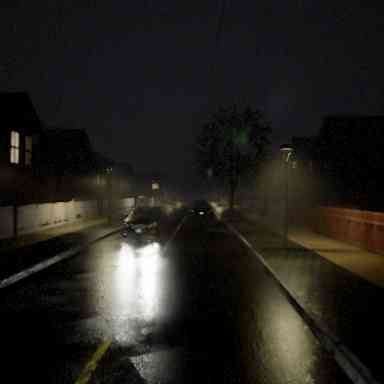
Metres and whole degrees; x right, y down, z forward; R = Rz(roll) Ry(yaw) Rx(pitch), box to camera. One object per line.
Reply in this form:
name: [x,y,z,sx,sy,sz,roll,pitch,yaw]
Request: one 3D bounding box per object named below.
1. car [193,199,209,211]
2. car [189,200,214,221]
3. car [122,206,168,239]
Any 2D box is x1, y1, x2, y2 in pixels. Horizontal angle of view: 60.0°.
car: [1.181,1.692,43.043,1.994,1.385,4.181,0,0,1]
car: [0.784,1.605,27.631,1.994,1.385,4.181,0,0,1]
car: [-2.344,1.496,17.468,2.128,1.511,4.902,0,0,2]
